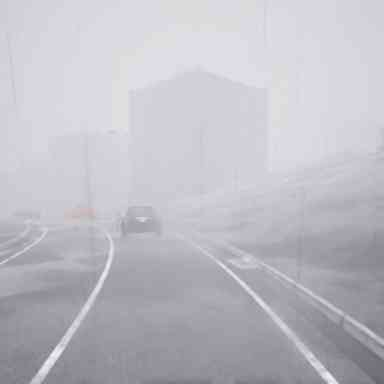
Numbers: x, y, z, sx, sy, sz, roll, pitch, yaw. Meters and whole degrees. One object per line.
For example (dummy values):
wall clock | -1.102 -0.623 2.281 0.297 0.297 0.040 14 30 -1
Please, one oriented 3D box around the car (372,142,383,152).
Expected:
car | 21.787 -4.763 35.478 2.185 1.767 4.553 0 1 -1

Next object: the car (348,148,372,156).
car | 21.712 -4.714 40.973 2.002 1.452 4.674 0 1 -1

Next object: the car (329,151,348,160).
car | 21.634 -5.001 46.644 2.185 1.767 4.553 0 1 -1

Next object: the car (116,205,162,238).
car | -3.151 1.513 19.042 2.097 1.767 4.553 -1 -1 -17

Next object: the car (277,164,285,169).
car | 21.257 -5.361 74.217 2.002 1.452 4.674 0 1 -1

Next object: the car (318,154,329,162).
car | 21.559 -5.114 52.163 2.185 1.767 4.553 0 1 -1

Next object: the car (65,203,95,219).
car | -12.556 2.039 37.102 2.097 1.767 4.553 -2 -1 -36

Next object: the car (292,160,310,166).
car | 21.407 -5.204 63.179 2.231 1.521 4.892 0 1 -1

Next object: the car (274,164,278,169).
car | 21.181 -5.741 79.699 2.435 2.045 5.566 0 1 -1

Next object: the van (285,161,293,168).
van | 21.333 -5.529 68.571 1.878 1.987 4.442 0 1 -1

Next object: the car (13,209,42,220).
car | -19.909 2.657 40.252 1.895 1.301 4.718 -2 -2 -45
